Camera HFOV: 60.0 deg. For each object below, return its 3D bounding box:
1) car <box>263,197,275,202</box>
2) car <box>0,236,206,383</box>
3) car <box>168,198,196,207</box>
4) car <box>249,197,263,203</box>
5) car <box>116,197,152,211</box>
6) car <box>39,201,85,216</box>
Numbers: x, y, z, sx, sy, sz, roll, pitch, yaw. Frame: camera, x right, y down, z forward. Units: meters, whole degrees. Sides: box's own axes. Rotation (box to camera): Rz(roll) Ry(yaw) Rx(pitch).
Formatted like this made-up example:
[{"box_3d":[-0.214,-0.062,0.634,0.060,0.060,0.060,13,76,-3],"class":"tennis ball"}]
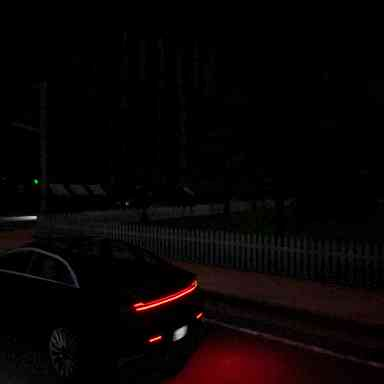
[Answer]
[{"box_3d":[15.238,1.544,59.874,2.033,1.411,5.357,0,0,34],"class":"car"},{"box_3d":[-2.104,1.491,5.443,4.902,1.511,2.128,0,0,36],"class":"car"},{"box_3d":[-1.376,1.596,48.097,1.895,1.301,4.718,0,0,34],"class":"car"},{"box_3d":[12.360,1.597,61.861,1.895,1.301,4.718,0,0,34],"class":"car"},{"box_3d":[-6.936,1.347,39.878,2.097,1.767,4.553,0,0,34],"class":"car"},{"box_3d":[-12.356,1.559,31.856,1.994,1.385,4.181,0,0,34],"class":"car"}]
